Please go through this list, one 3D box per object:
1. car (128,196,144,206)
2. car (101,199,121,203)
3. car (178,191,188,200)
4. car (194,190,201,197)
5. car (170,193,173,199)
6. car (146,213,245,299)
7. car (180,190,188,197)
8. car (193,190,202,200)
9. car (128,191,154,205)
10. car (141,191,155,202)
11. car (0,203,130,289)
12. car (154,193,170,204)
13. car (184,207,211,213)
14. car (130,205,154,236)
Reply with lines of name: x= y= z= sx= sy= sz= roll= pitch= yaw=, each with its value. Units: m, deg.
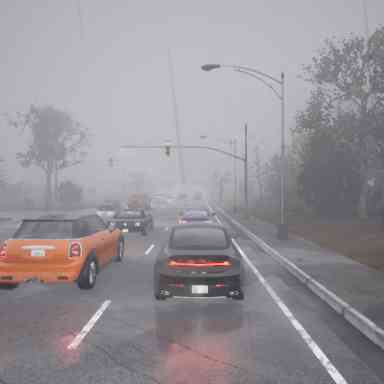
car: x=-9.648 y=1.505 z=57.480 sx=1.837 sy=1.490 sz=4.892 roll=0 pitch=0 yaw=1
car: x=-9.995 y=1.547 z=40.590 sx=2.033 sy=1.411 sz=5.357 roll=0 pitch=0 yaw=1
car: x=-2.218 y=1.013 z=75.239 sx=1.837 sy=1.490 sz=4.892 roll=0 pitch=3 yaw=1
car: x=1.485 y=0.316 z=85.587 sx=1.837 sy=1.490 sz=4.892 roll=0 pitch=3 yaw=1
car: x=-5.663 y=0.914 z=78.094 sx=1.994 sy=1.385 sz=4.181 roll=0 pitch=3 yaw=1
car: x=0.164 y=1.505 z=8.410 sx=1.837 sy=1.490 sz=4.892 roll=0 pitch=0 yaw=1
car: x=-2.015 y=0.341 z=85.657 sx=1.812 sy=1.442 sz=4.674 roll=0 pitch=3 yaw=1
car: x=1.281 y=1.053 z=75.173 sx=2.033 sy=1.411 sz=5.357 roll=0 pitch=3 yaw=1
car: x=-6.478 y=1.221 z=41.391 sx=2.150 sy=2.045 sz=5.566 roll=0 pitch=0 yaw=1
car: x=-9.299 y=0.953 z=71.161 sx=2.150 sy=2.045 sz=5.566 roll=0 pitch=2 yaw=1
car: x=-3.325 y=1.352 z=9.351 sx=2.097 sy=1.767 sz=4.553 roll=0 pitch=0 yaw=1
car: x=-6.035 y=1.208 z=62.227 sx=2.150 sy=2.045 sz=5.566 roll=0 pitch=0 yaw=2
car: x=0.260 y=1.526 z=17.484 sx=1.812 sy=1.442 sz=4.674 roll=0 pitch=0 yaw=3
car: x=-3.242 y=1.601 z=18.437 sx=1.895 sy=1.301 sz=4.718 roll=0 pitch=0 yaw=0
